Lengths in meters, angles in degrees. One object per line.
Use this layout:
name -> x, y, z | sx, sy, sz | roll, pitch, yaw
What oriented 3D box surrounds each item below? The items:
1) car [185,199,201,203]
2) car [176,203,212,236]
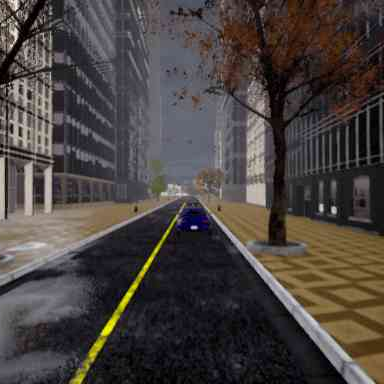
car -> 0.094, 1.554, 40.822 | 2.033, 1.411, 5.357 | 0, 0, 0
car -> 0.099, 1.528, 18.177 | 1.812, 1.442, 4.674 | 0, 0, 0
